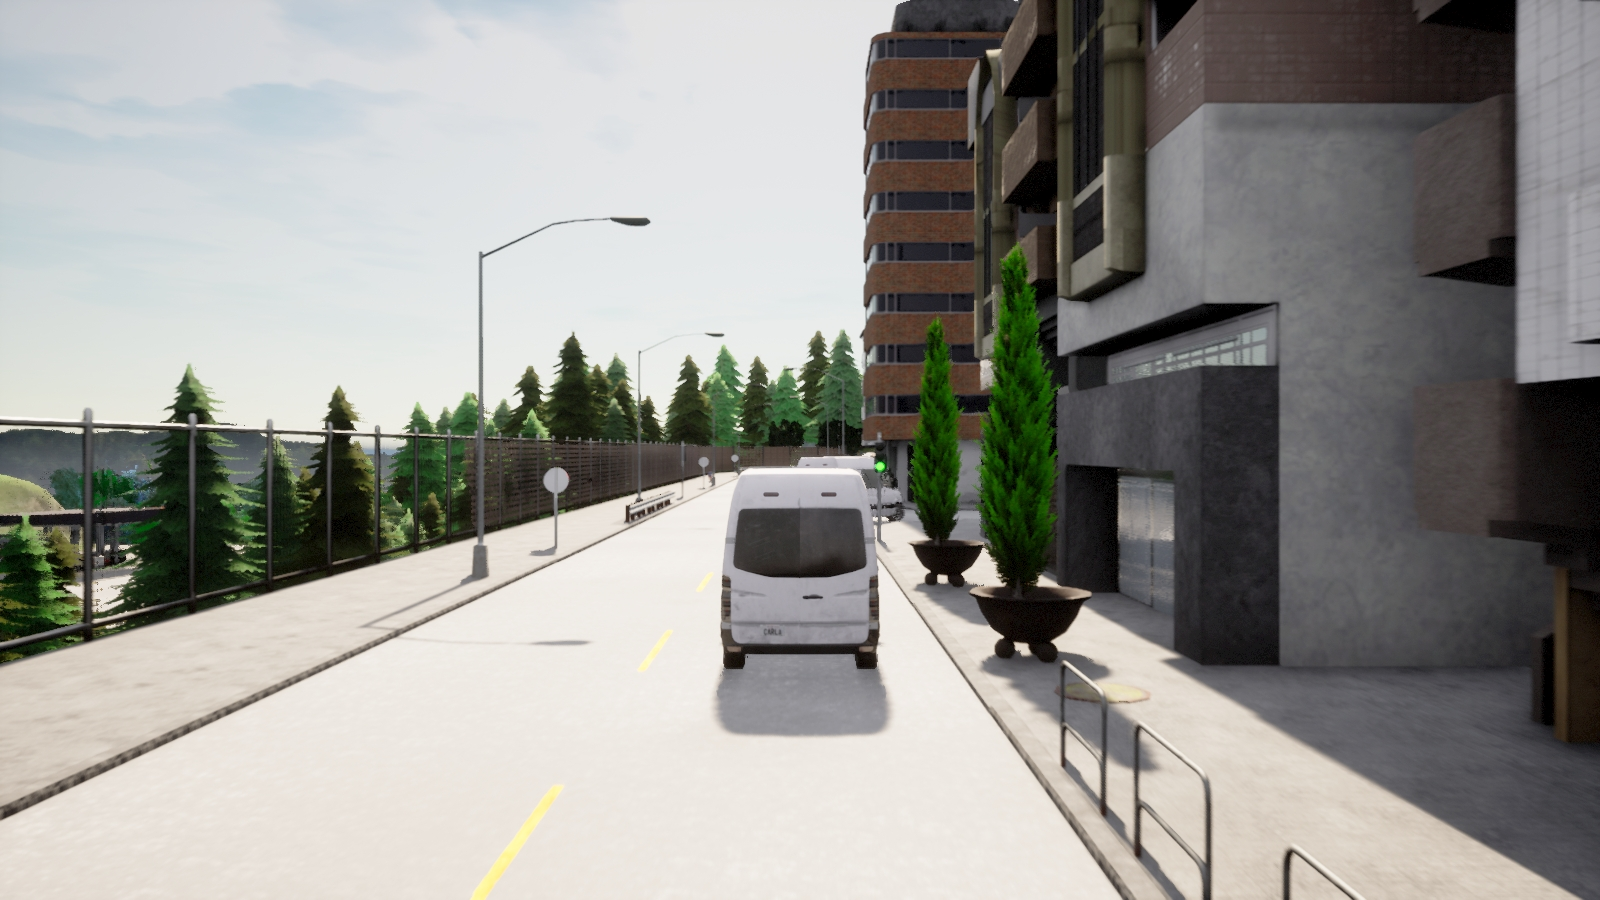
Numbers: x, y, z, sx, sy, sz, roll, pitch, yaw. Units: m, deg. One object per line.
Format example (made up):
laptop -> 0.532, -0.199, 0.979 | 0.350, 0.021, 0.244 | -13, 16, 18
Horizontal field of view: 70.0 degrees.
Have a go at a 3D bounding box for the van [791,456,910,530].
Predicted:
van -> 2.003, 1.533, 43.008 | 1.988, 2.561, 5.915 | -2, -1, 29

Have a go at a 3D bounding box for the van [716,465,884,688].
van -> -0.004, 1.534, 16.495 | 1.988, 2.561, 5.915 | 0, 0, 0

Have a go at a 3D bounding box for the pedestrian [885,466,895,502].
pedestrian -> 4.602, 1.734, 58.316 | 0.375, 1.860, 0.375 | 0, 0, -30
